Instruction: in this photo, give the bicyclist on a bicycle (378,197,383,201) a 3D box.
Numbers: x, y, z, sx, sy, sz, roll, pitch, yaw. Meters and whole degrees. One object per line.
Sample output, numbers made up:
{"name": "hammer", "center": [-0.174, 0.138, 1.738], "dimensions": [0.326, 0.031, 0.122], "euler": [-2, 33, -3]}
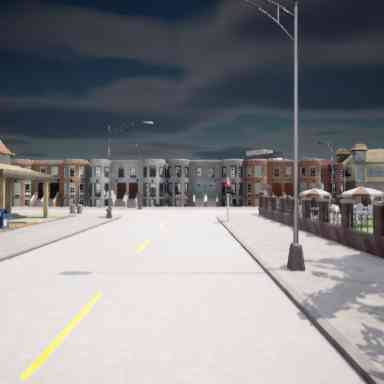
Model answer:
{"name": "bicyclist on a bicycle", "center": [18.204, 1.315, 31.998], "dimensions": [0.582, 1.620, 1.656], "euler": [0, 0, 0]}
